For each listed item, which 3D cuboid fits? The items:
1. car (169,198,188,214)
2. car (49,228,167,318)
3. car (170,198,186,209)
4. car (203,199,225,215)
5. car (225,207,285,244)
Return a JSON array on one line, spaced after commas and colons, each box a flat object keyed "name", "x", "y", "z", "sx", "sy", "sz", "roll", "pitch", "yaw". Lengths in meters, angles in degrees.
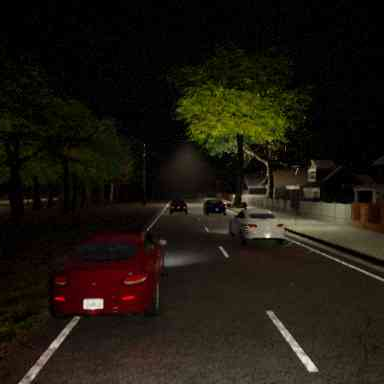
[{"name": "car", "x": -1.386, "y": 1.548, "z": 34.963, "sx": 2.033, "sy": 1.411, "sz": 5.357, "roll": 0, "pitch": 0, "yaw": -2}, {"name": "car", "x": -1.576, "y": 1.519, "z": 7.303, "sx": 1.812, "sy": 1.442, "sz": 4.674, "roll": 0, "pitch": 0, "yaw": -2}, {"name": "car", "x": -1.884, "y": 1.533, "z": 45.607, "sx": 2.033, "sy": 1.411, "sz": 5.357, "roll": 0, "pitch": 0, "yaw": -2}, {"name": "car", "x": 2.206, "y": 1.478, "z": 33.365, "sx": 1.882, "sy": 1.535, "sz": 5.008, "roll": 0, "pitch": 0, "yaw": -2}, {"name": "car", "x": 2.922, "y": 1.517, "z": 15.550, "sx": 1.812, "sy": 1.442, "sz": 4.674, "roll": 0, "pitch": 0, "yaw": -2}]
